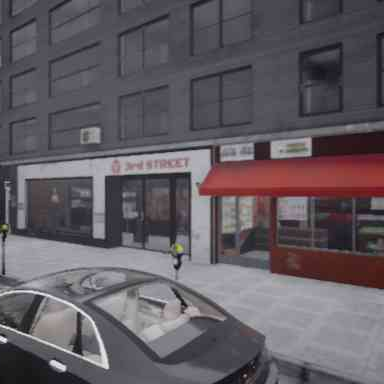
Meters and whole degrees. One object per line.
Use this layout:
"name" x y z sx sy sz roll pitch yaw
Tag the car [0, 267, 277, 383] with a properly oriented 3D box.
"car" -1.288 1.551 3.728 4.403 1.369 2.008 0 0 35
